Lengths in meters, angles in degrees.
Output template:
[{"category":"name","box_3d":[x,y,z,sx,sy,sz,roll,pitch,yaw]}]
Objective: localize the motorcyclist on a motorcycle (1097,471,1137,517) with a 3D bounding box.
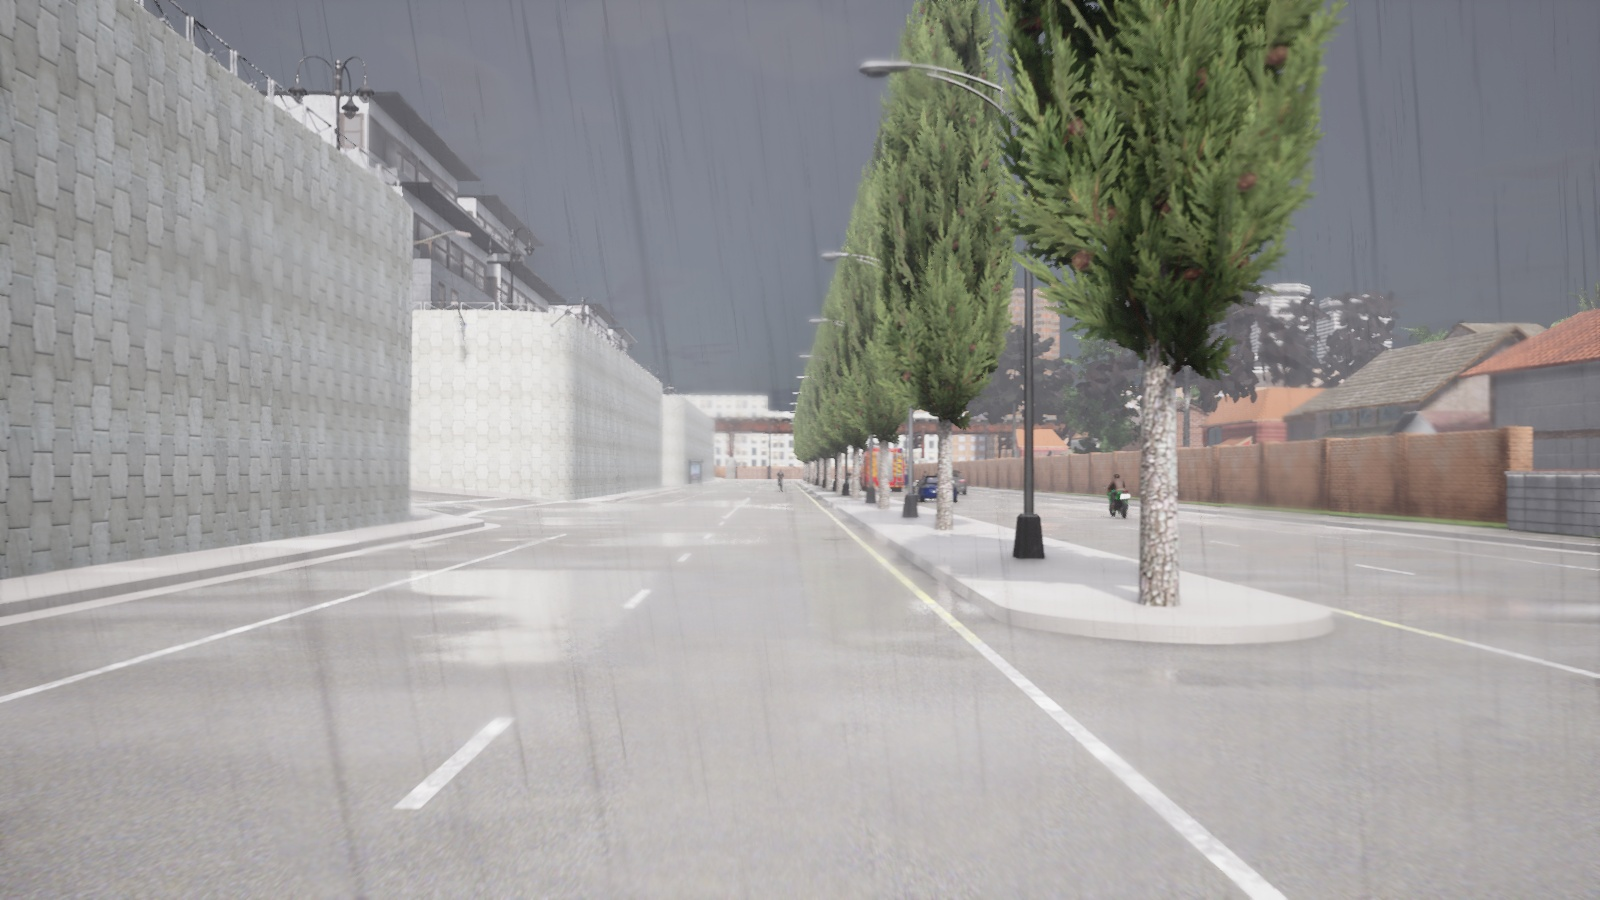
[{"category":"motorcyclist on a motorcycle","box_3d":[10.841,1.487,42.990,0.797,1.523,2.044,0,-1,-1]}]

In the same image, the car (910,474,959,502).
[{"category":"car","box_3d":[6.970,1.971,65.445,1.994,1.385,4.181,0,-1,-1]}]

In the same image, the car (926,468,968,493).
[{"category":"car","box_3d":[10.120,2.100,86.624,2.242,1.667,4.611,0,-1,-1]}]
